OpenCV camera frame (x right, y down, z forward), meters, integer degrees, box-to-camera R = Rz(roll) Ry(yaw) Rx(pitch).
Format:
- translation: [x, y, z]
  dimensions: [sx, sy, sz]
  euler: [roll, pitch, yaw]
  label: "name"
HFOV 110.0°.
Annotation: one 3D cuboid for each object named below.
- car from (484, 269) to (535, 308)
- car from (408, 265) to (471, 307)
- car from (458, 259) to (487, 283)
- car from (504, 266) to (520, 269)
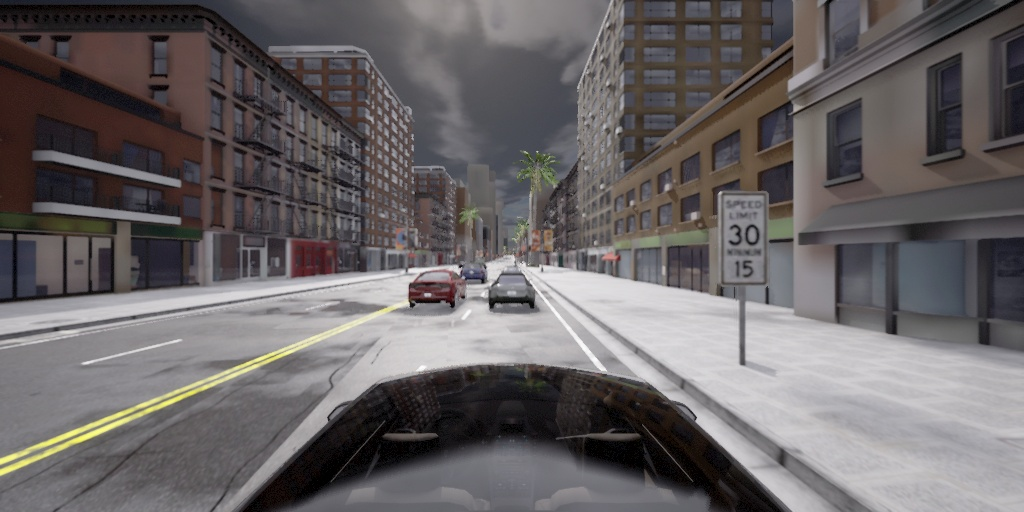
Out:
- translation: [0.001, 1.444, 16.155]
  dimensions: [1.994, 1.385, 4.181]
  euler: [0, 0, 0]
  label: "car"
- translation: [-3.246, 1.358, 16.312]
  dimensions: [1.882, 1.535, 5.008]
  euler: [0, 0, 0]
  label: "car"
- translation: [-3.252, 1.348, 30.907]
  dimensions: [2.097, 1.767, 4.553]
  euler: [0, -1, 0]
  label: "car"
- translation: [-0.004, 1.544, 30.827]
  dimensions: [2.033, 1.411, 5.357]
  euler: [0, 0, 0]
  label: "car"
